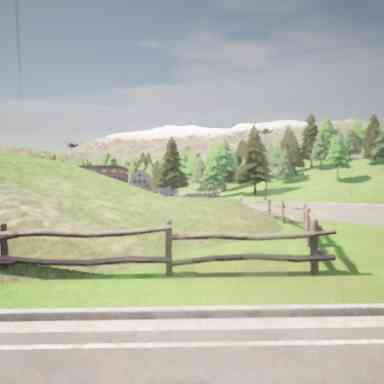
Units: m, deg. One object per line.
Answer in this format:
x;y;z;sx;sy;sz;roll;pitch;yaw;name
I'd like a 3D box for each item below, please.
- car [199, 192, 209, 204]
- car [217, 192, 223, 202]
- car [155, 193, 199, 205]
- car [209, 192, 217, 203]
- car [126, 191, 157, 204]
-0.335;0.908;49.589;4.553;1.767;2.097;0;1;35;car
2.815;0.809;56.137;4.553;1.767;2.097;0;1;35;car
-2.136;1.154;46.663;5.357;1.411;2.033;0;1;35;car
1.207;1.070;53.005;4.181;1.385;1.994;0;1;35;car
-8.908;0.777;61.932;5.566;2.045;2.150;0;1;20;car
